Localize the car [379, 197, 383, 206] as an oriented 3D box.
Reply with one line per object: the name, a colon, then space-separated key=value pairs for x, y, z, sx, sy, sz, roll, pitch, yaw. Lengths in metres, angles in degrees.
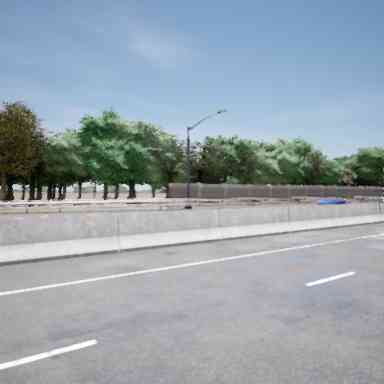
car: x=31.824 y=1.478 z=52.428 sx=5.357 sy=1.411 sz=2.033 roll=0 pitch=0 yaw=-35

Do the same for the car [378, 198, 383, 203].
car: x=23.666 y=1.550 z=38.056 sx=4.718 sy=1.301 sz=1.895 roll=0 pitch=0 yaw=-35

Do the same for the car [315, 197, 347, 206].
car: x=17.785 y=1.429 z=42.462 sx=5.008 sy=1.535 sz=1.882 roll=0 pitch=0 yaw=-35

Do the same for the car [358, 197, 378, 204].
car: x=22.537 y=1.453 z=41.543 sx=4.892 sy=1.490 sz=1.837 roll=0 pitch=0 yaw=-35
